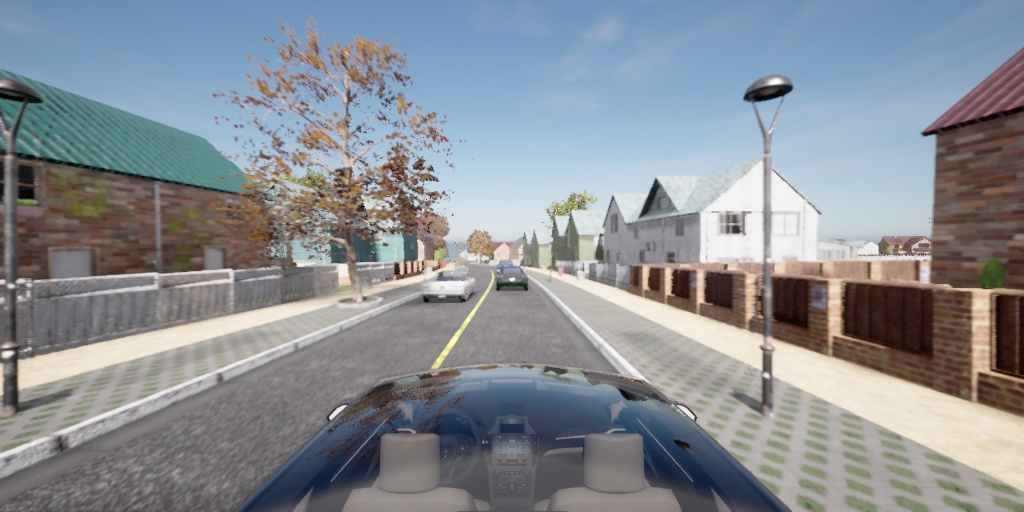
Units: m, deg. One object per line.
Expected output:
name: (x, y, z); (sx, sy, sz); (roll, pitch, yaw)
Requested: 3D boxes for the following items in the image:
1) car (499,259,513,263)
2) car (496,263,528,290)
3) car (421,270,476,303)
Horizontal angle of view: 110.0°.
car: (-0.765, 1.168, 41.032); (2.097, 1.767, 4.553); (0, 0, -4)
car: (-0.015, 1.328, 22.882); (1.994, 1.385, 4.181); (0, 0, -1)
car: (-2.853, 1.357, 16.874); (1.895, 1.301, 4.718); (0, 0, 0)
